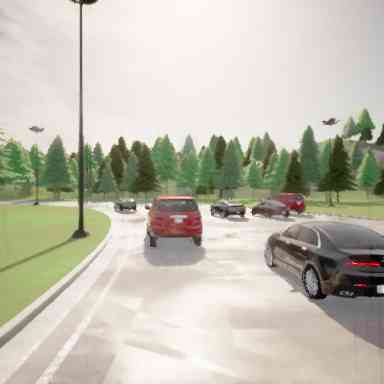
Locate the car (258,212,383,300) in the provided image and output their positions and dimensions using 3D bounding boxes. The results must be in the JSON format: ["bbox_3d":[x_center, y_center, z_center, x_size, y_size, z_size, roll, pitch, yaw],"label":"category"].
[{"bbox_3d":[3.284,1.487,8.365,1.837,1.490,4.892,1,0,-4],"label":"car"}]

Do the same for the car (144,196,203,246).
[{"bbox_3d":[-0.955,1.196,15.396,2.150,2.045,5.566,0,0,-9],"label":"car"}]

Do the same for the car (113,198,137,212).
[{"bbox_3d":[-7.680,1.441,37.983,2.128,1.511,4.902,0,0,-24],"label":"car"}]

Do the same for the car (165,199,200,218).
[{"bbox_3d":[-1.001,1.430,30.420,1.882,1.535,5.008,0,0,-18],"label":"car"}]

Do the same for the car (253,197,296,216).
[{"bbox_3d":[6.746,1.470,28.940,1.812,1.442,4.674,0,0,-16],"label":"car"}]

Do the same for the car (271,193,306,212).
[{"bbox_3d":[9.094,1.156,33.516,2.150,2.045,5.566,0,0,-19],"label":"car"}]

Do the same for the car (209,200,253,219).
[{"bbox_3d":[3.028,1.441,29.146,2.128,1.511,4.902,0,0,-17],"label":"car"}]
